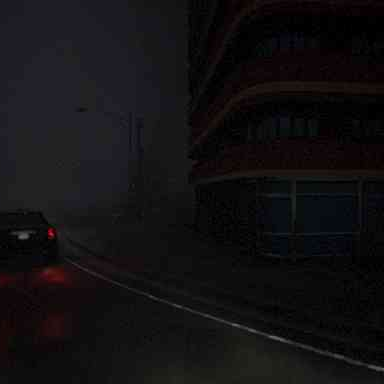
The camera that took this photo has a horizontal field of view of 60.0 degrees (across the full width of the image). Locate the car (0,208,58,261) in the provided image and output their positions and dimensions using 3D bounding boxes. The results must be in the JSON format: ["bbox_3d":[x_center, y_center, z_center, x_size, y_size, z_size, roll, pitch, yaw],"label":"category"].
[{"bbox_3d":[-6.238,1.352,11.669,2.097,1.767,4.553,0,0,-35],"label":"car"}]

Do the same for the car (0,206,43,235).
[{"bbox_3d":[-10.163,1.601,19.932,1.895,1.301,4.718,0,0,-20],"label":"car"}]
